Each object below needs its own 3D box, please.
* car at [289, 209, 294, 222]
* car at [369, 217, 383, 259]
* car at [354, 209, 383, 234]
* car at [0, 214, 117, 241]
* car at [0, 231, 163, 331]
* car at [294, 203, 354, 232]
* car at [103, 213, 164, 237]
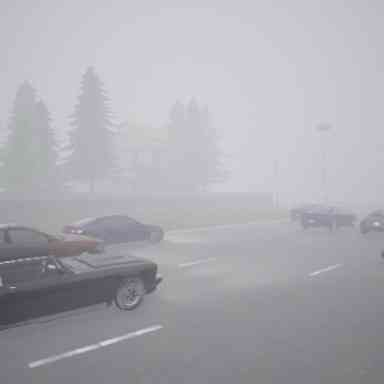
[{"bbox_3d":[9.928,1.652,27.247,5.008,1.535,1.882,0,-1,-43],"label":"car"},{"bbox_3d":[8.035,1.592,11.085,5.357,1.411,2.033,0,-1,-44],"label":"car"},{"bbox_3d":[11.213,1.655,18.898,4.181,1.385,1.994,0,-1,-43],"label":"car"},{"bbox_3d":[-4.894,1.598,9.185,5.008,1.535,1.882,0,0,-38],"label":"car"},{"bbox_3d":[-2.936,1.681,6.204,4.718,1.301,1.895,0,-1,-38],"label":"car"},{"bbox_3d":[8.933,1.609,21.547,5.008,1.535,1.882,0,-1,-43],"label":"car"},{"bbox_3d":[-3.429,1.686,14.936,4.674,1.442,1.812,0,-1,-42],"label":"car"}]
